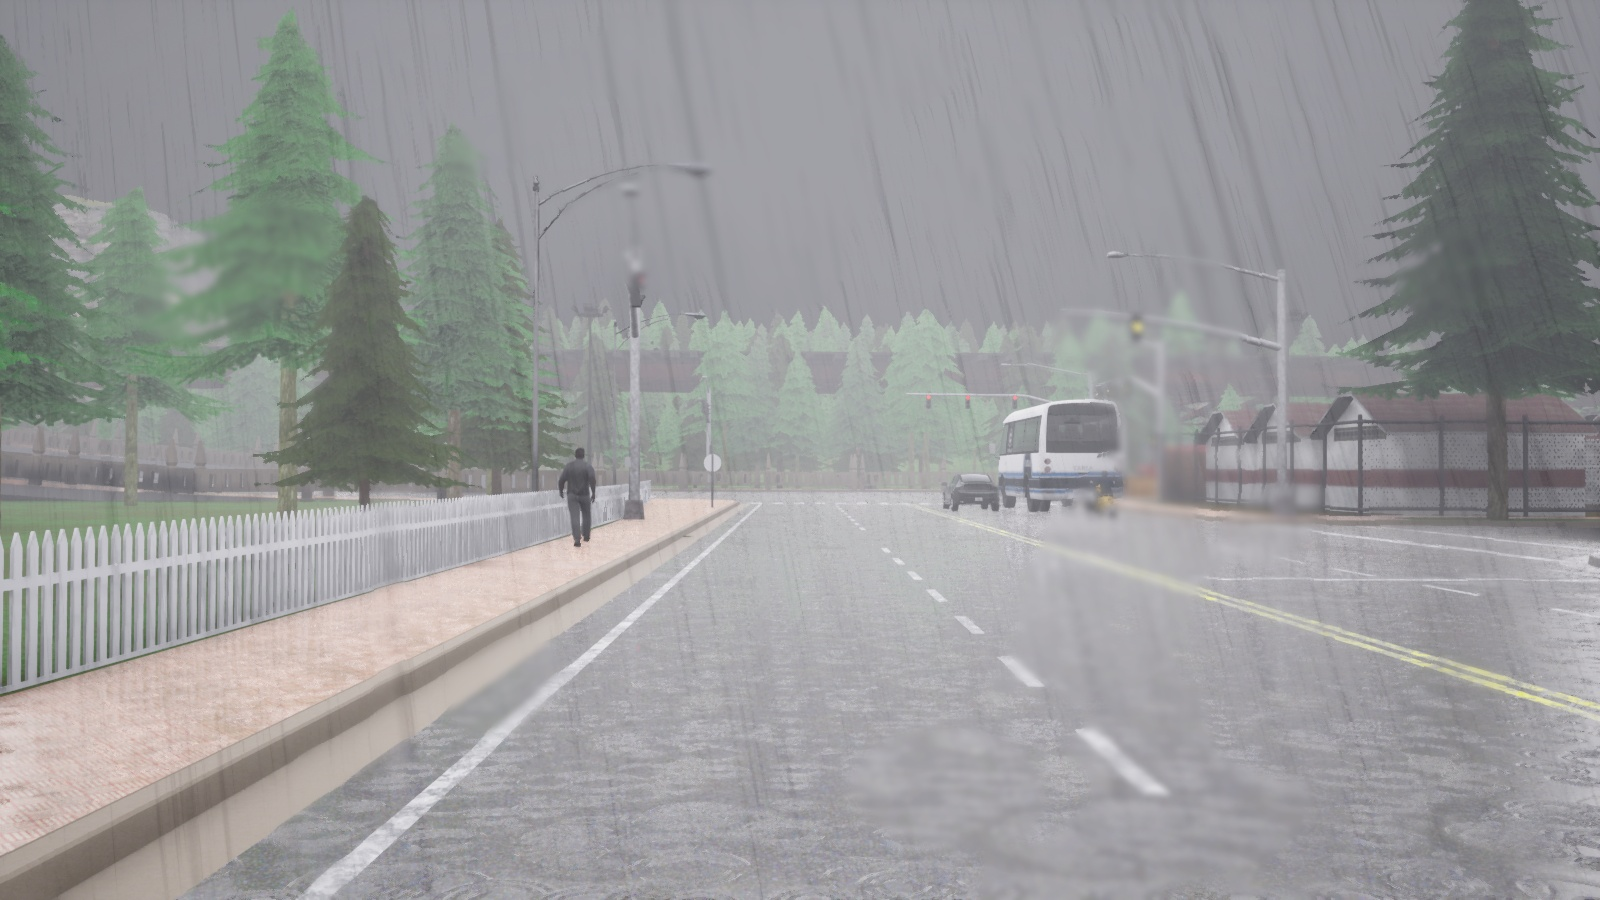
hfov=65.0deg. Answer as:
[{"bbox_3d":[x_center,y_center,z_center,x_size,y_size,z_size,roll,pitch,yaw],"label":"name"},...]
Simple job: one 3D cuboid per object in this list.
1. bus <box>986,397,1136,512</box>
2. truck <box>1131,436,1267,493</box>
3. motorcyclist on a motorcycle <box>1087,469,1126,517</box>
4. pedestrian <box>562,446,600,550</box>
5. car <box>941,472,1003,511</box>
[{"bbox_3d":[10.427,0.261,51.626,3.944,4.253,10.273,0,-1,0],"label":"bus"},{"bbox_3d":[27.591,0.997,87.012,8.468,3.827,2.891,0,-1,-2],"label":"truck"},{"bbox_3d":[10.446,1.443,42.795,0.866,1.590,1.817,0,-1,0],"label":"motorcyclist on a motorcycle"},{"bbox_3d":[-4.041,0.878,23.216,0.563,1.883,0.849,0,-1,0],"label":"pedestrian"},{"bbox_3d":[6.935,1.647,51.057,1.837,1.490,4.892,0,-1,0],"label":"car"}]
